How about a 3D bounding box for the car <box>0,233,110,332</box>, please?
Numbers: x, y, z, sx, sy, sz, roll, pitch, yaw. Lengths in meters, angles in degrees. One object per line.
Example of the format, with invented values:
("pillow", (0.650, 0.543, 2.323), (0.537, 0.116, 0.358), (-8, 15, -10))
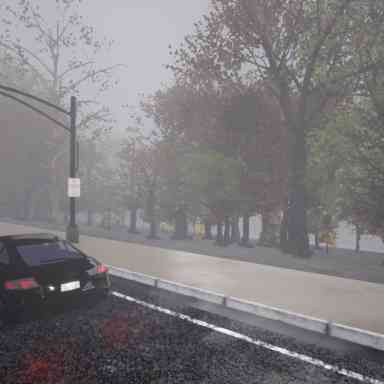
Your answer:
("car", (-3.560, 1.562, 6.964), (4.181, 1.385, 1.994), (0, 0, 42))
